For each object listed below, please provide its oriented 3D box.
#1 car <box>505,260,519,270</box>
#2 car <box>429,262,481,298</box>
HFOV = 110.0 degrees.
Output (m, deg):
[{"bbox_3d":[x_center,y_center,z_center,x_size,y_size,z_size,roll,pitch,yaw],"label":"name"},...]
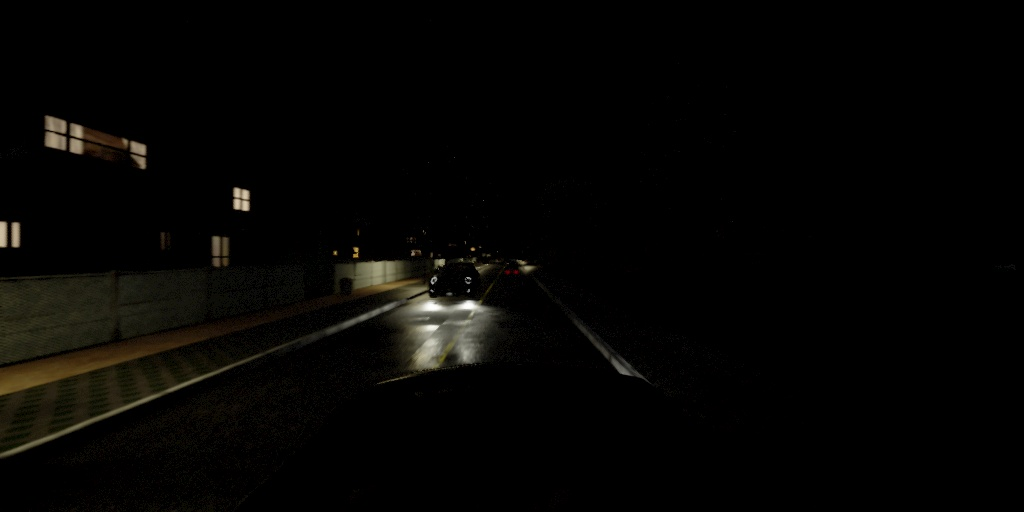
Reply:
[{"bbox_3d":[-0.001,1.248,51.897,2.128,1.511,4.902,0,0,0],"label":"car"},{"bbox_3d":[-2.767,1.102,18.230,2.097,1.767,4.553,0,0,0],"label":"car"}]
